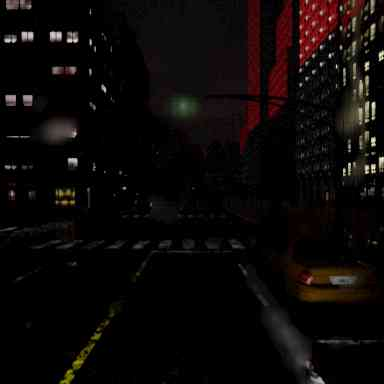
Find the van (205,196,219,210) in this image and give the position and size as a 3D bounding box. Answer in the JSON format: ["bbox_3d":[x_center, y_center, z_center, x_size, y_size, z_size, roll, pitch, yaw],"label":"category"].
[{"bbox_3d":[2.680,1.442,45.989,1.690,1.788,3.998,0,0,0],"label":"van"}]

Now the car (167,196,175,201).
[{"bbox_3d":[-5.705,1.778,90.031,1.752,1.417,4.829,0,0,0],"label":"car"}]

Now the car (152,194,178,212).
[{"bbox_3d":[-3.128,1.306,39.749,2.150,2.045,5.566,0,0,-1],"label":"car"}]

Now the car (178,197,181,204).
[{"bbox_3d":[-3.101,1.624,51.657,1.837,1.490,4.892,0,0,0],"label":"car"}]

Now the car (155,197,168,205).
[{"bbox_3d":[-5.701,1.699,62.567,1.887,1.381,4.507,0,0,0],"label":"car"}]

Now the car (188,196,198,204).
[{"bbox_3d":[0.077,1.705,70.071,1.812,1.442,4.674,0,0,0],"label":"car"}]

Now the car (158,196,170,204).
[{"bbox_3d":[-5.703,1.613,68.095,1.967,1.590,4.097,0,0,0],"label":"car"}]

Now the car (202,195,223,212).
[{"bbox_3d":[2.681,1.401,40.463,2.192,1.841,5.009,0,0,0],"label":"car"}]

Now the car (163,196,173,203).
[{"bbox_3d":[-5.704,1.652,79.148,1.967,1.590,4.097,0,0,0],"label":"car"}]

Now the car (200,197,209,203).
[{"bbox_3d":[2.677,1.737,73.622,1.887,1.381,4.507,0,0,0],"label":"car"}]

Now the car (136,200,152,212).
[{"bbox_3d":[-5.698,1.637,40.462,2.008,1.369,4.403,0,0,0],"label":"car"}]

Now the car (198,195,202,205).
[{"bbox_3d":[2.678,1.469,62.569,2.192,1.841,5.009,0,0,0],"label":"car"}]

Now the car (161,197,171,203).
[{"bbox_3d":[-5.703,1.774,73.621,1.802,1.307,4.206,0,0,0],"label":"car"}]

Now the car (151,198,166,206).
[{"bbox_3d":[-5.701,1.686,57.041,2.008,1.369,4.403,0,0,0],"label":"car"}]

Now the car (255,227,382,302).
[{"bbox_3d":[2.686,1.540,8.220,1.752,1.417,4.829,0,0,0],"label":"car"}]

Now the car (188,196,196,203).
[{"bbox_3d":[-0.009,1.715,80.036,1.837,1.490,4.892,0,0,0],"label":"car"}]
